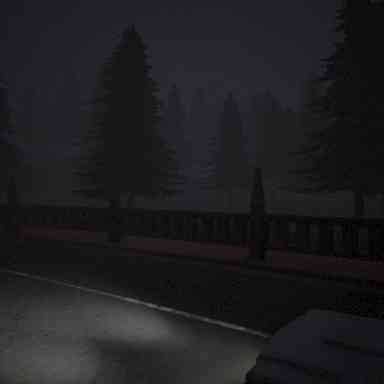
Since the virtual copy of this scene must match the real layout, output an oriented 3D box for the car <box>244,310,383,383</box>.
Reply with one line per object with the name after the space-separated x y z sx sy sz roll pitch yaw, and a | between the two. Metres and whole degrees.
2.678 1.605 2.063 4.718 1.301 1.895 0 0 35 | car
